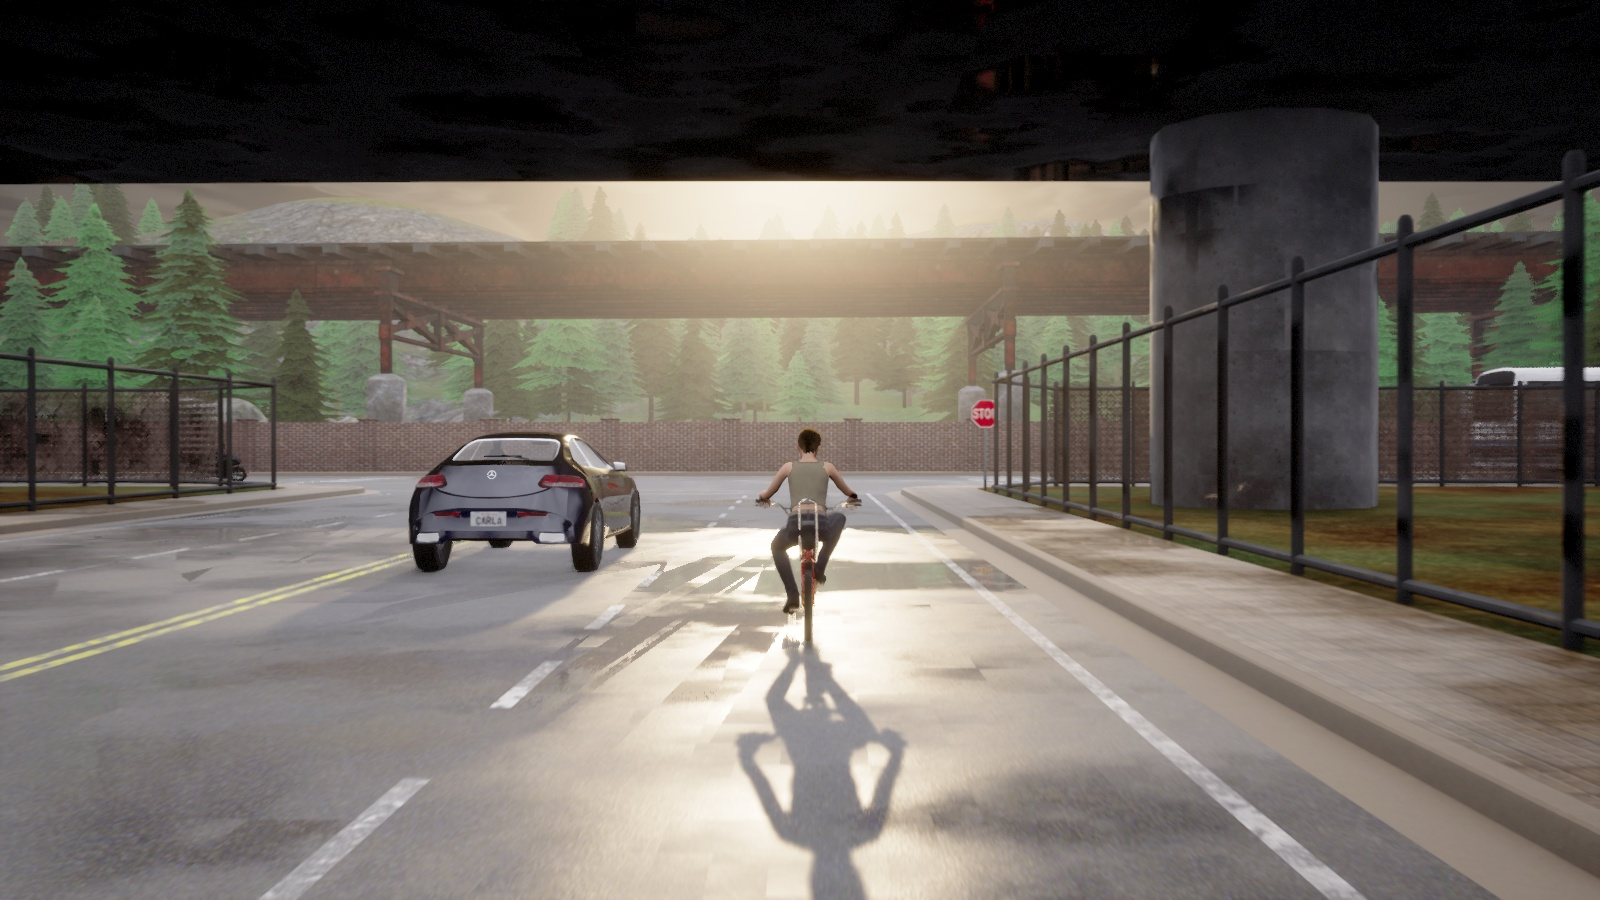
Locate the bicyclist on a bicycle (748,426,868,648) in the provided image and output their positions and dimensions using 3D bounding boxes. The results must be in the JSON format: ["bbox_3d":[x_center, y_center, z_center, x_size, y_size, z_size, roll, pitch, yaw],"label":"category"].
[{"bbox_3d":[0.066,0.627,9.869,0.866,1.612,1.509,0,0,1],"label":"bicyclist on a bicycle"}]

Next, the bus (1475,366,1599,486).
[{"bbox_3d":[31.220,-0.867,46.496,10.273,4.253,3.944,0,0,1],"label":"bus"}]

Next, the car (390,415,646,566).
[{"bbox_3d":[-3.392,0.431,16.243,2.152,1.651,5.027,0,0,0],"label":"car"}]

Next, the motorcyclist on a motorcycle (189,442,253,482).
[{"bbox_3d":[-21.845,0.444,47.403,2.044,1.523,0.797,0,0,0],"label":"motorcyclist on a motorcycle"}]
